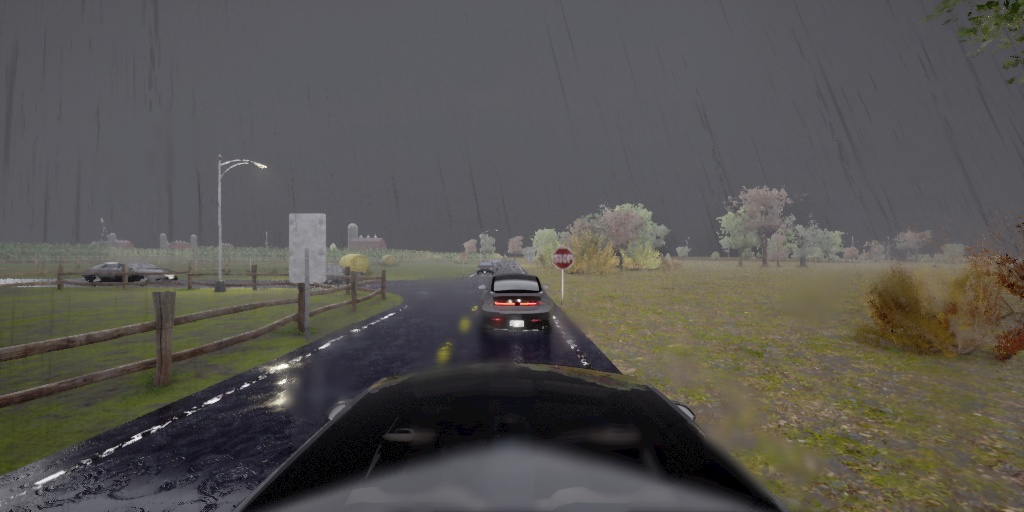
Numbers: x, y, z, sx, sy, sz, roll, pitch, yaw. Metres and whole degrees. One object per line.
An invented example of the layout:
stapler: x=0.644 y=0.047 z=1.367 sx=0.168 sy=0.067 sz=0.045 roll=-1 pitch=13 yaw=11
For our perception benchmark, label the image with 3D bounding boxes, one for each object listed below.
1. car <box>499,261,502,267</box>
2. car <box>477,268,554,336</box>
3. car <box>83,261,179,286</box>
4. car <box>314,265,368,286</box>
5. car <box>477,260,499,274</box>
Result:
car: x=-2.840 y=1.272 z=50.623 sx=2.128 sy=1.511 sz=4.902 roll=0 pitch=0 yaw=0
car: x=0.068 y=1.255 z=10.384 sx=1.837 sy=1.490 sz=4.892 roll=0 pitch=0 yaw=-1
car: x=-24.315 y=1.104 z=23.002 sx=4.902 sy=1.511 sz=2.128 roll=0 pitch=1 yaw=-1
car: x=-11.649 y=1.262 z=23.358 sx=4.181 sy=1.385 sz=1.994 roll=0 pitch=1 yaw=-5
car: x=-2.851 y=1.316 z=40.434 sx=2.033 sy=1.411 sz=5.357 roll=0 pitch=0 yaw=0
